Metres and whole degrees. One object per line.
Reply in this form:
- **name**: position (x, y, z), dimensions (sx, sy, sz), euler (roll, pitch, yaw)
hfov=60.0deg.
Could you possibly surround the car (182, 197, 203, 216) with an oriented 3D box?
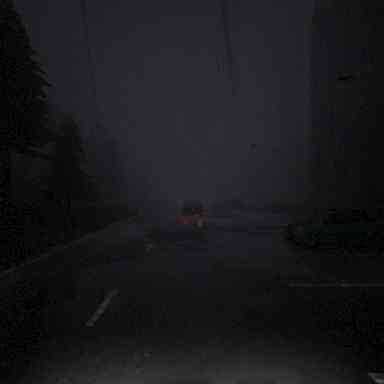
- **car**: position (0.056, 1.578, 33.470), dimensions (1.882, 1.535, 5.008), euler (0, 0, 0)

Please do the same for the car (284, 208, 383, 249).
- **car**: position (6.025, 1.526, 14.153), dimensions (3.988, 1.617, 1.851), euler (0, 0, -1)

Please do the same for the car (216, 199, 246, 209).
- **car**: position (5.498, 1.692, 47.161), dimensions (4.181, 1.381, 1.994), euler (0, 0, -1)
